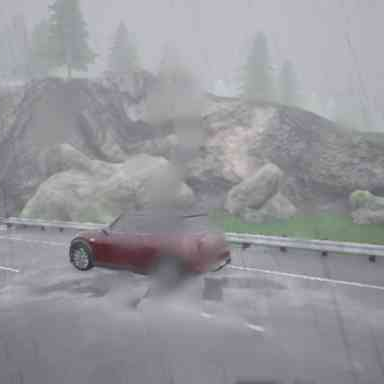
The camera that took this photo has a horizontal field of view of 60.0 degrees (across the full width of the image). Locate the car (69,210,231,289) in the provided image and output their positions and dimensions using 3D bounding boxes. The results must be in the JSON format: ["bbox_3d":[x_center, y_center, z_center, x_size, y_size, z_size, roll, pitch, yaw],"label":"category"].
[{"bbox_3d":[-1.305,1.269,9.129,4.553,1.767,2.097,0,1,34],"label":"car"}]
